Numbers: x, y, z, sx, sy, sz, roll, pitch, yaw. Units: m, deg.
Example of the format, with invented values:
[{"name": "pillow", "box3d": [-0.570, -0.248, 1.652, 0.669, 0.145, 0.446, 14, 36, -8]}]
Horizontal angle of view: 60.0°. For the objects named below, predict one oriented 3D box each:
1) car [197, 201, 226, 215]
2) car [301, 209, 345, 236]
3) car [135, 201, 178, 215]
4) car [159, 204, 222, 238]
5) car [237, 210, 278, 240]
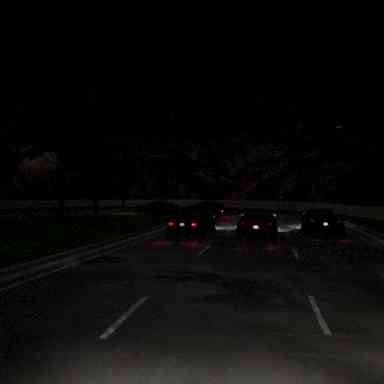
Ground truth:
[{"name": "car", "box3d": [1.530, 1.708, 35.797, 1.837, 1.490, 4.892, 1, -1, -40]}, {"name": "car", "box3d": [7.529, 1.678, 19.458, 1.994, 1.385, 4.181, 0, 0, 13]}, {"name": "car", "box3d": [-3.763, 1.676, 35.335, 5.008, 1.535, 1.882, 0, -1, 31]}, {"name": "car", "box3d": [0.116, 1.652, 18.603, 2.033, 1.411, 5.357, 0, 0, 14]}, {"name": "car", "box3d": [3.541, 1.667, 17.811, 1.994, 1.385, 4.181, 0, 0, 14]}]
